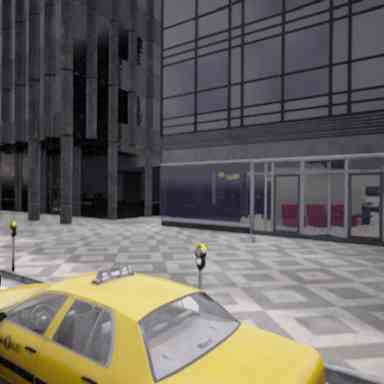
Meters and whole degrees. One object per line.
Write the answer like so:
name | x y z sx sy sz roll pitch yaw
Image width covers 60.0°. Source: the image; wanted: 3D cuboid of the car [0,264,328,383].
car | -1.064 1.497 3.722 4.829 1.417 1.752 1 0 36
